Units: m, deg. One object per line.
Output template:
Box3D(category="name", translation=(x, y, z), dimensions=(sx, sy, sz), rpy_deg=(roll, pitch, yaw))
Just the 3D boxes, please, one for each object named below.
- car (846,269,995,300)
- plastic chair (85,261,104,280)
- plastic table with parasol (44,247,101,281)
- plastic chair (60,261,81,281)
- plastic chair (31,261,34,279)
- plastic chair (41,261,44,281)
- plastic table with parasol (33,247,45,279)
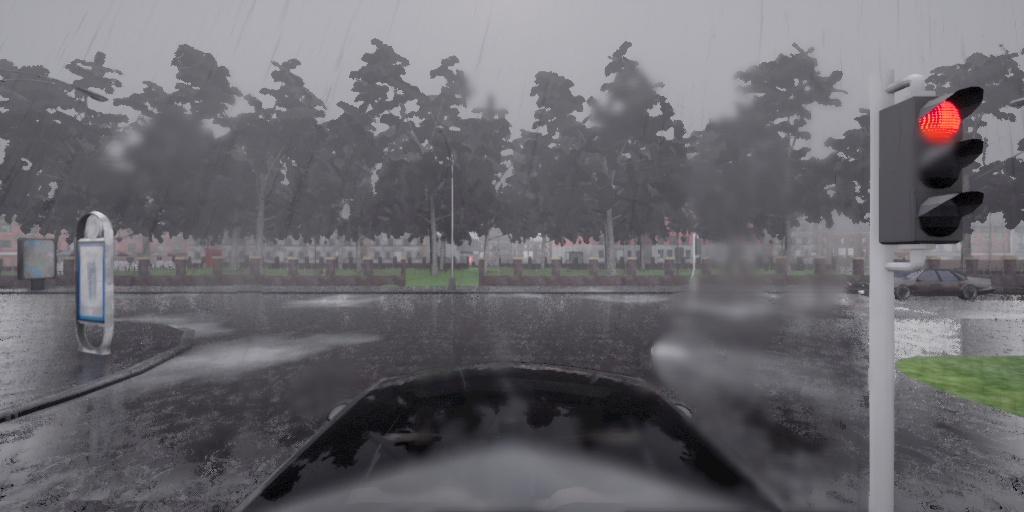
Box3D(category="car", translation=(19.148, 1.293, 16.915), dimensions=(5.357, 1.411, 2.033), rpy_deg=(0, 0, 0))
Box3D(category="plastic chair", translation=(-38.191, 1.288, 32.810), dimensions=(0.730, 1.272, 0.750), rpy_deg=(0, 0, -40))
Box3D(category="plastic table with parasol", translation=(-39.189, 0.687, 32.077), dimensions=(2.482, 2.480, 2.482), rpy_deg=(0, 0, -40))
Box3D(category="plastic chair", translation=(-38.286, 1.298, 31.104), dimensions=(0.750, 1.272, 0.730), rpy_deg=(0, 0, -35))
Box3D(category="plastic chair", translation=(-44.618, 1.287, 33.970), dimensions=(0.730, 1.272, 0.750), rpy_deg=(0, 0, -41))
Box3D(category="plastic chair", translation=(-40.219, 1.285, 31.332), dimensions=(0.730, 1.272, 0.750), rpy_deg=(0, 0, -40))
Box3D(category="plastic table with parasol", translation=(-43.610, 0.612, 34.719), dimensions=(2.482, 2.480, 2.482), rpy_deg=(0, 0, -39))
